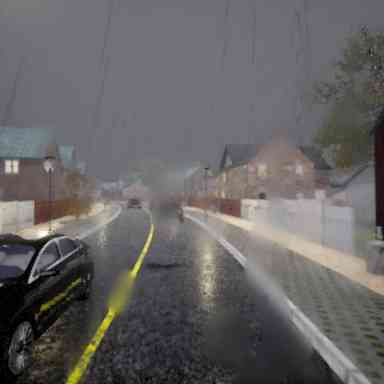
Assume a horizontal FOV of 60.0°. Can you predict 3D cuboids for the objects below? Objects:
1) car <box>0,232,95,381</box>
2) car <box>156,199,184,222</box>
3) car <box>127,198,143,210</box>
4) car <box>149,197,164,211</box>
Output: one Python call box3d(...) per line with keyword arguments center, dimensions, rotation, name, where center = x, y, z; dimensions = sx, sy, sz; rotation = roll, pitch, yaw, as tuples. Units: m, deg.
box3d(center=(-3.015, 1.494, 5.518), dimensions=(2.128, 1.511, 4.902), rotation=(0, 0, -2), name="car")
box3d(center=(-1.736, 1.549, 26.655), dimensions=(1.837, 1.490, 4.892), rotation=(0, 0, -7), name="car")
box3d(center=(-7.698, 1.614, 44.447), dimensions=(1.837, 1.490, 4.892), rotation=(0, -1, -12), name="car")
box3d(center=(-4.514, 1.467, 43.458), dimensions=(2.097, 1.767, 4.553), rotation=(0, 0, -11), name="car")
